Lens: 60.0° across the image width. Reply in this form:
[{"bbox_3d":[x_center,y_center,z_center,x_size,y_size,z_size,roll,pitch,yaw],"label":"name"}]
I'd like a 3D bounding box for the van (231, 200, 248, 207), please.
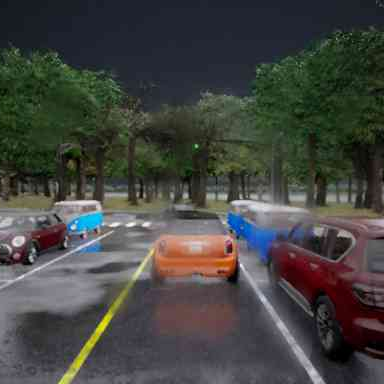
[{"bbox_3d":[2.759,1.342,16.800,1.690,1.788,3.998,0,0,0],"label":"van"}]

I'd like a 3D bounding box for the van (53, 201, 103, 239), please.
[{"bbox_3d":[-5.766,1.342,16.799,1.690,1.788,3.998,0,0,0],"label":"van"}]

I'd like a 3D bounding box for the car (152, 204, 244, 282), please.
[{"bbox_3d":[0.100,1.353,9.887,2.097,1.767,4.553,0,0,0],"label":"car"}]

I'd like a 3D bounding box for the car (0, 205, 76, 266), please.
[{"bbox_3d":[-5.765,1.441,11.361,1.967,1.590,4.097,0,0,0],"label":"car"}]

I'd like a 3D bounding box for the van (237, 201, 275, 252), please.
[{"bbox_3d":[2.760,1.342,11.362,1.690,1.788,3.998,0,0,0],"label":"van"}]

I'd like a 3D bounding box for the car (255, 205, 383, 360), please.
[{"bbox_3d":[2.760,1.315,5.925,2.192,1.841,5.009,0,0,0],"label":"car"}]

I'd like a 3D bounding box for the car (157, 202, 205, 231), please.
[{"bbox_3d":[-0.889,1.495,21.735,2.128,1.511,4.902,1,0,-14],"label":"car"}]
